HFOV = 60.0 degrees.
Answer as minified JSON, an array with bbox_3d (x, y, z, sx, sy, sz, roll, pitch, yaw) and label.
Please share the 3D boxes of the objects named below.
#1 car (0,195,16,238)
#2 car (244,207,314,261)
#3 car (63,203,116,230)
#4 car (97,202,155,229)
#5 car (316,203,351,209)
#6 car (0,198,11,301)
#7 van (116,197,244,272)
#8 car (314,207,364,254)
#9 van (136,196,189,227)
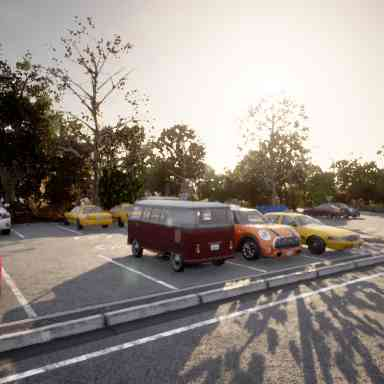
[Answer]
[{"bbox_3d":[-11.424,1.205,18.130,2.435,2.045,5.566,0,0,-36],"label":"car"},{"bbox_3d":[1.881,1.395,12.665,2.185,1.767,4.553,1,-1,-36],"label":"car"},{"bbox_3d":[-6.911,1.498,21.642,1.946,1.575,5.366,1,0,-36],"label":"car"},{"bbox_3d":[-4.751,1.529,23.196,1.946,1.575,5.366,1,-1,-36],"label":"car"},{"bbox_3d":[14.513,2.115,36.798,2.002,1.452,4.674,2,-1,-36],"label":"car"},{"bbox_3d":[-5.603,1.198,7.266,2.435,2.045,5.566,0,0,-36],"label":"car"},{"bbox_3d":[-0.632,1.265,10.960,1.878,1.987,4.442,1,0,-36],"label":"van"},{"bbox_3d":[4.374,1.558,14.193,1.946,1.575,5.366,1,-1,-36],"label":"car"},{"bbox_3d":[-2.305,1.345,24.585,1.878,1.987,4.442,1,-1,-36],"label":"van"}]
